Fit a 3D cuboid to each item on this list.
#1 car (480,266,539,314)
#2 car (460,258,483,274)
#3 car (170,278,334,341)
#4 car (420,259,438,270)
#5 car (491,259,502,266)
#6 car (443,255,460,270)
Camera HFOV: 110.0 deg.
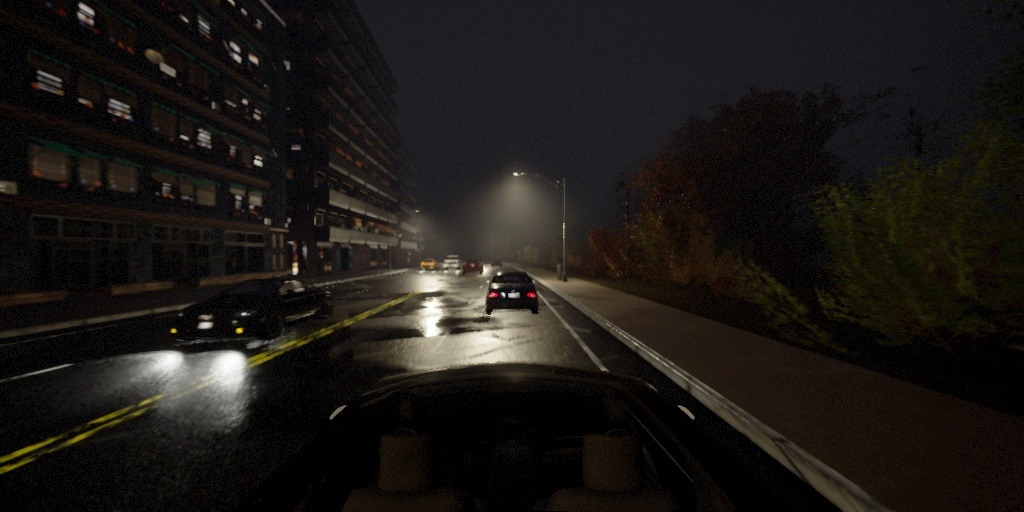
[{"bbox_3d":[-0.032,1.287,13.817,2.033,1.411,5.357,0,0,-1],"label":"car"},{"bbox_3d":[-4.311,1.066,40.275,2.097,1.767,4.553,0,0,-3],"label":"car"},{"bbox_3d":[-6.669,1.314,9.771,1.994,1.385,4.181,0,0,-1],"label":"car"},{"bbox_3d":[-11.658,1.187,50.576,1.882,1.535,5.008,0,0,-4],"label":"car"},{"bbox_3d":[-2.708,1.223,62.385,2.033,1.411,5.357,0,0,-6],"label":"car"},{"bbox_3d":[-8.415,0.926,50.843,2.150,2.045,5.566,0,0,-4],"label":"car"}]
